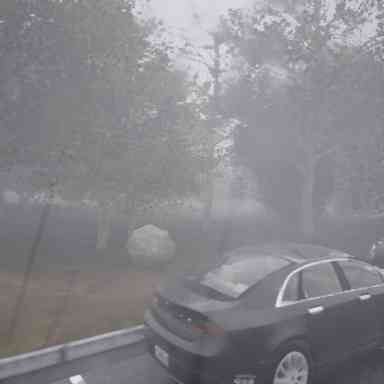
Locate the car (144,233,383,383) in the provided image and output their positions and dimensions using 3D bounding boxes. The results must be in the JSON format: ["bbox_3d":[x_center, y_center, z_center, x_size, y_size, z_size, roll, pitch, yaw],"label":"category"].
[{"bbox_3d":[1.700,1.539,4.963,4.892,1.521,2.231,1,-1,-33],"label":"car"}]
